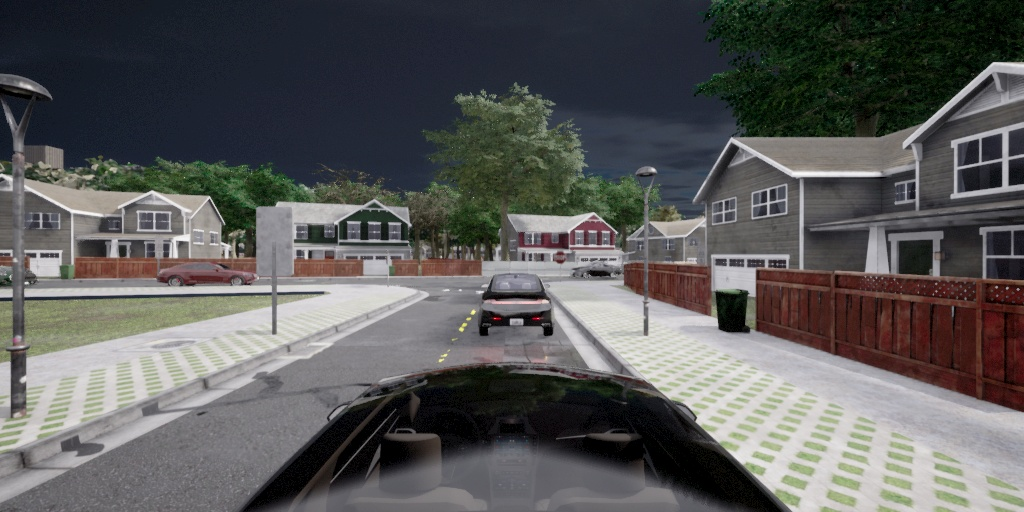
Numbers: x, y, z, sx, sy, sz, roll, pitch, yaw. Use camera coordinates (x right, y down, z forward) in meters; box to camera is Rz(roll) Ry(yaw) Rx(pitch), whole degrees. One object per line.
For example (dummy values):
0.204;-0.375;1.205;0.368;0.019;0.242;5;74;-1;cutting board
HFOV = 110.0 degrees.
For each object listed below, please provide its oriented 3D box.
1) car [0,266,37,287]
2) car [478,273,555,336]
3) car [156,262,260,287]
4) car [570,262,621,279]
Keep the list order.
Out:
-26.897;0.776;17.532;4.553;1.767;2.097;1;0;-20;car
0.104;1.240;10.314;2.128;1.511;4.902;0;0;0;car
-17.563;1.070;20.932;4.674;1.442;1.812;1;0;-20;car
7.724;1.342;33.254;4.902;1.511;2.128;1;0;-20;car
